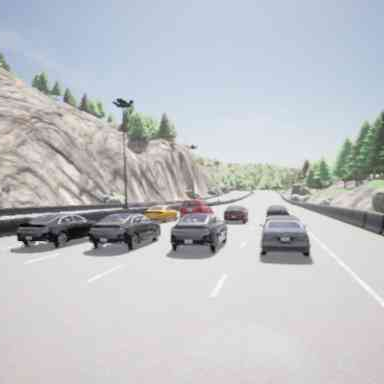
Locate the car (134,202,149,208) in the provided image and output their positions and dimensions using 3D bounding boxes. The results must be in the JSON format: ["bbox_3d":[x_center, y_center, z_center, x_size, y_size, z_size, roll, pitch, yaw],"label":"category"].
[{"bbox_3d":[-10.493,2.979,74.596,2.033,1.411,5.357,-1,-1,13],"label":"car"}]

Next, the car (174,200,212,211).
[{"bbox_3d":[0.448,1.699,30.044,2.150,2.045,5.566,-1,-1,13],"label":"car"}]

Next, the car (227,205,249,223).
[{"bbox_3d":[3.968,1.914,29.685,1.882,1.535,5.008,-1,-1,14],"label":"car"}]

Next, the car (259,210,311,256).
[{"bbox_3d":[3.761,1.687,13.768,2.033,1.411,5.357,-1,-1,13],"label":"car"}]

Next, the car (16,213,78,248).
[{"bbox_3d":[-6.375,1.798,16.519,2.128,1.511,4.902,-1,-1,14],"label":"car"}]

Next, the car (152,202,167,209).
[{"bbox_3d":[-7.089,2.910,73.784,1.812,1.442,4.674,-1,-1,13],"label":"car"}]

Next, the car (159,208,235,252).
[{"bbox_3d":[0.434,1.691,14.898,2.128,1.511,4.902,-1,-1,14],"label":"car"}]

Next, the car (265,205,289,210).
[{"bbox_3d":[7.374,1.860,28.880,1.882,1.535,5.008,-1,-1,14],"label":"car"}]

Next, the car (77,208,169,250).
[{"bbox_3d":[-2.971,1.745,15.705,2.128,1.511,4.902,-1,-1,14],"label":"car"}]

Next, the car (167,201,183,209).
[{"bbox_3d":[-3.685,2.858,72.972,2.128,1.511,4.902,-1,-1,13],"label":"car"}]

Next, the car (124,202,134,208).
[{"bbox_3d":[-13.897,3.046,75.408,1.994,1.385,4.181,-1,-1,13],"label":"car"}]

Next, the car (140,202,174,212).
[{"bbox_3d":[-2.842,2.021,31.299,1.882,1.535,5.008,-1,-1,14],"label":"car"}]
